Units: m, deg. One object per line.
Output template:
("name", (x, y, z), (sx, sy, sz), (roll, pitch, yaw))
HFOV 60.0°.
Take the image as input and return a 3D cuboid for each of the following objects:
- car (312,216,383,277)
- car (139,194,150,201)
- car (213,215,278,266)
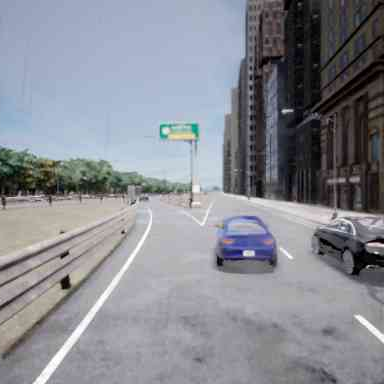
("car", (5.152, 1.479, 10.179), (2.128, 1.511, 4.902), (0, 0, 4))
("car", (-10.187, 1.245, 71.260), (1.812, 1.442, 4.674), (0, 0, -11))
("car", (1.738, 1.527, 11.457), (1.812, 1.442, 4.674), (0, 0, 4))
